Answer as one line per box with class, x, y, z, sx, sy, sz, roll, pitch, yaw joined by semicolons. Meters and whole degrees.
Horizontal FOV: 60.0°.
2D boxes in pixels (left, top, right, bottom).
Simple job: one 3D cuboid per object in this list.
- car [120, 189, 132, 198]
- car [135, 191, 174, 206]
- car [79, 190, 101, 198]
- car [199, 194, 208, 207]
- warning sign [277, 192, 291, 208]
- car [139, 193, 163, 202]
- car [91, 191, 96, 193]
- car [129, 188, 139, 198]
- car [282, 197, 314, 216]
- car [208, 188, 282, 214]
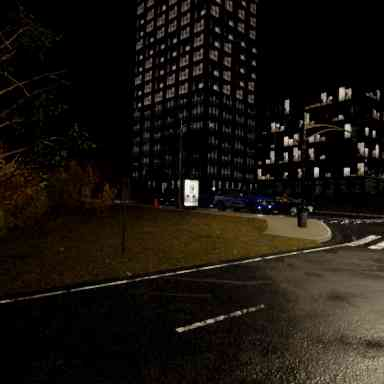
car;-11.840;0.700;51.653;1.895;1.301;4.718;3;-1;-41
car;-4.074;0.868;37.684;1.895;1.301;4.718;3;-1;-40
car;-20.221;0.472;65.840;2.033;1.411;5.357;3;-1;-43
car;1.763;0.957;35.786;1.882;1.535;5.008;3;-1;-40
warning sign;10.966;0.990;39.523;1.300;1.860;1.060;2;-1;-40
car;-6.880;0.901;55.991;1.994;1.385;4.181;3;-1;-41
car;-15.869;0.289;51.339;2.097;1.767;4.553;3;-1;-41
car;-10.839;0.398;55.633;2.150;2.045;5.566;3;-1;-42
car;7.905;1.147;28.314;2.128;1.511;4.902;3;-1;-40
car;4.240;0.726;27.683;2.150;2.045;5.566;3;-1;-39
